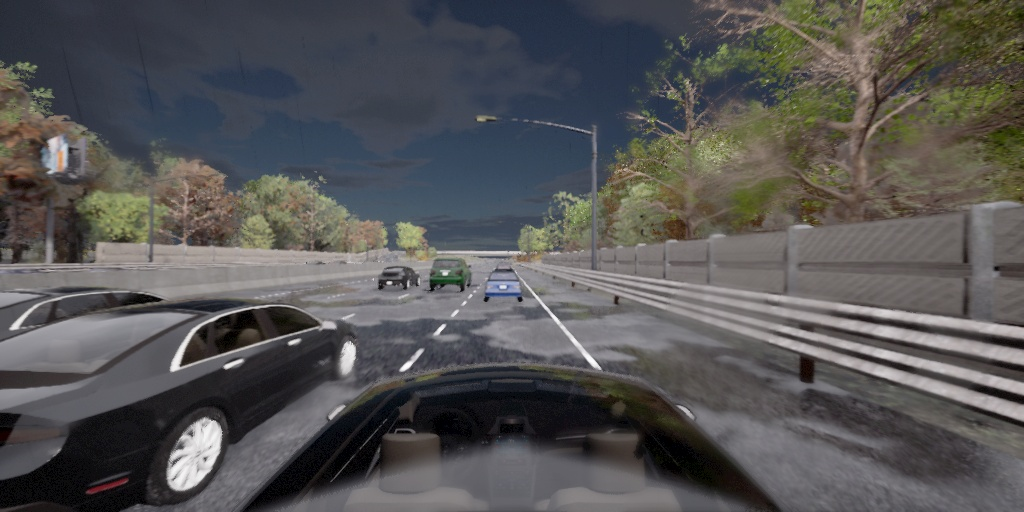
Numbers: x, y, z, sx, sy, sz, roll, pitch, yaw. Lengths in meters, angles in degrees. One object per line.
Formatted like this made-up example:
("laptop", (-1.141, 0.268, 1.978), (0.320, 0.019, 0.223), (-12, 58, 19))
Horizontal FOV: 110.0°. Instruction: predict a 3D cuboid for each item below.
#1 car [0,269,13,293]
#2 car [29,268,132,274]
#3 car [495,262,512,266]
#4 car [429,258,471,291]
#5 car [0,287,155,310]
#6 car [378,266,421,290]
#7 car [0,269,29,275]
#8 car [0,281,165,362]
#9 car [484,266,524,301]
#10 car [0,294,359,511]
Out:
("car", (-28.531, 1.324, 17.461), (1.895, 1.301, 4.718), (0, -1, -1))
("car", (-21.559, 1.343, 18.909), (1.994, 1.385, 4.181), (0, -1, -1))
("car", (-0.773, 1.530, 33.108), (2.128, 1.511, 4.902), (0, -1, -1))
("car", (-3.961, 1.150, 23.612), (2.150, 2.045, 5.566), (0, -1, -1))
("car", (-7.073, 1.251, 5.951), (1.837, 1.490, 4.892), (0, 0, -1))
("car", (-7.476, 1.417, 24.110), (1.837, 1.490, 4.892), (0, -1, -1))
("car", (-25.031, 1.310, 17.636), (1.994, 1.385, 4.181), (0, -1, -1))
("car", (-10.610, 1.341, 7.653), (1.895, 1.301, 4.718), (0, -1, -1))
("car", (-0.451, 1.449, 18.453), (2.033, 1.411, 5.357), (0, -1, -1))
("car", (-3.535, 1.258, 4.339), (1.837, 1.490, 4.892), (0, -1, -1))
